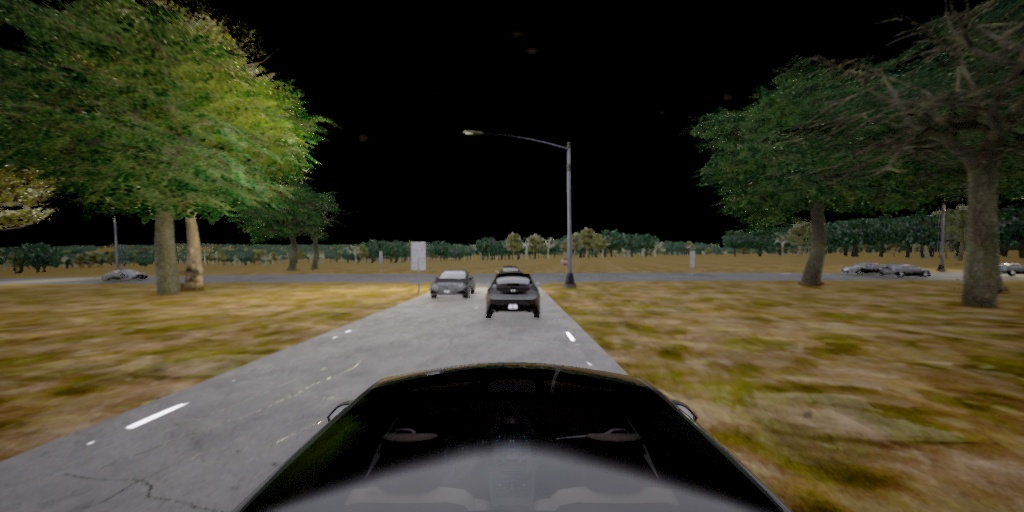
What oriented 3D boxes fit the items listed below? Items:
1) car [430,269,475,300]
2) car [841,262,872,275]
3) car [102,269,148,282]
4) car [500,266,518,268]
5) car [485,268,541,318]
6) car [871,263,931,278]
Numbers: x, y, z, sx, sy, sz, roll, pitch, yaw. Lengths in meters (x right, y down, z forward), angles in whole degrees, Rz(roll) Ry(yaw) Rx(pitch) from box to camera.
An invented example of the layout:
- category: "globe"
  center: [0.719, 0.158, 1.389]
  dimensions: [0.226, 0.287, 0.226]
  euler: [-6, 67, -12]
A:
- category: "car"
  center: [-3.051, 1.446, 19.259]
  dimensions: [1.812, 1.442, 4.674]
  euler: [0, -1, 1]
- category: "car"
  center: [42.925, 1.543, 43.676]
  dimensions: [4.902, 1.511, 2.128]
  euler: [0, 2, -4]
- category: "car"
  center: [-45.045, 2.221, 41.780]
  dimensions: [4.181, 1.385, 1.994]
  euler: [-1, 2, 7]
- category: "car"
  center: [-0.265, 1.517, 28.237]
  dimensions: [1.837, 1.490, 4.892]
  euler: [0, 0, -5]
- category: "car"
  center: [0.045, 1.369, 13.635]
  dimensions: [1.837, 1.490, 4.892]
  euler: [0, -1, 0]
- category: "car"
  center: [43.977, 1.656, 40.154]
  dimensions: [4.902, 1.511, 2.128]
  euler: [0, 2, -4]
